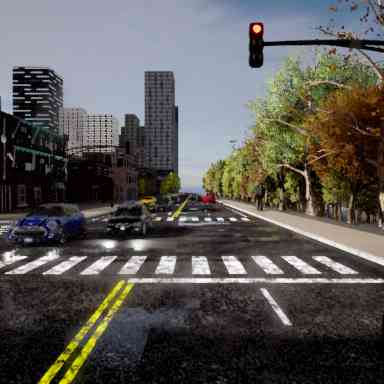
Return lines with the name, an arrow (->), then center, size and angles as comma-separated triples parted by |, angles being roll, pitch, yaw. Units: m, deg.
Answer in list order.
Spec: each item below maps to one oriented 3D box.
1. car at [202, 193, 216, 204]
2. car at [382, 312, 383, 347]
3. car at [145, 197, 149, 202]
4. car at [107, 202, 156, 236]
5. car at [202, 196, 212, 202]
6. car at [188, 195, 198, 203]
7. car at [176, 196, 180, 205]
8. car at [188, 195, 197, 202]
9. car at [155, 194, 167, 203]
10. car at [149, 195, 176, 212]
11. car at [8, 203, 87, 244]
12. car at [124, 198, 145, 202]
car -> 3.441, 1.196, 65.290 | 2.150, 2.045, 5.566 | 0, 0, 1
car -> 3.355, 1.491, 2.342 | 2.128, 1.511, 4.902 | 0, 0, 0
car -> -6.523, 1.459, 50.525 | 1.882, 1.535, 5.008 | 0, 0, 0
car -> -3.324, 1.500, 18.367 | 1.837, 1.490, 4.892 | 0, 0, 0
car -> 3.361, 1.522, 75.874 | 1.994, 1.385, 4.181 | 0, 0, 0
car -> 0.196, 1.466, 66.188 | 2.128, 1.511, 4.902 | 0, 0, 0
car -> -3.235, 1.484, 60.603 | 1.837, 1.490, 4.892 | 0, 0, 0
car -> 0.115, 1.446, 76.495 | 1.882, 1.535, 5.008 | 0, 0, 0
car -> -6.405, 1.326, 68.570 | 2.097, 1.767, 4.553 | 0, 0, 0
car -> -3.295, 1.340, 38.205 | 2.097, 1.767, 4.553 | 0, 0, 0
car -> -6.576, 1.348, 15.619 | 2.097, 1.767, 4.553 | 0, 0, 0
car -> -6.549, 1.551, 35.375 | 1.994, 1.385, 4.181 | 0, 0, 0
